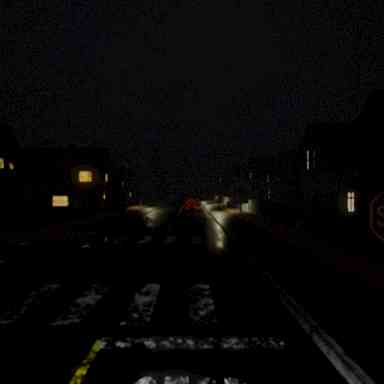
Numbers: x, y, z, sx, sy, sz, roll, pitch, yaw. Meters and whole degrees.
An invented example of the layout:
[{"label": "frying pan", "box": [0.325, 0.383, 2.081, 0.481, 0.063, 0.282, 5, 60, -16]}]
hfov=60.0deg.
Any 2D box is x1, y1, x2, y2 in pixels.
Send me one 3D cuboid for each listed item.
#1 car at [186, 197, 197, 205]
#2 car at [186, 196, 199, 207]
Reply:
[{"label": "car", "box": [-0.073, 1.713, 63.857, 1.895, 1.301, 4.718, 0, 0, 0]}, {"label": "car", "box": [0.040, 1.425, 53.637, 2.097, 1.767, 4.553, 0, 0, 0]}]
